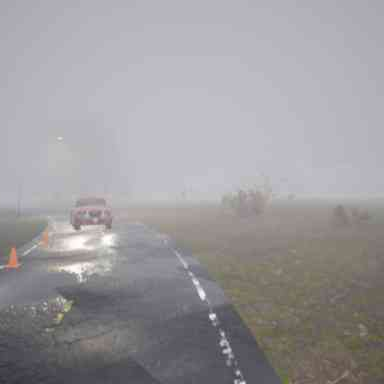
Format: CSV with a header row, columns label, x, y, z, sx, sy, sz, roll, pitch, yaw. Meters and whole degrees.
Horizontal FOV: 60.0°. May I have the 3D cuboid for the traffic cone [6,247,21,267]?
label,x,y,z,sx,sy,sz,roll,pitch,yaw
traffic cone,-5.489,1.980,10.224,0.340,0.580,0.340,0,0,-10

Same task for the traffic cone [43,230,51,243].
label,x,y,z,sx,sy,sz,roll,pitch,yaw
traffic cone,-6.505,1.990,14.935,0.340,0.580,0.340,0,0,-14

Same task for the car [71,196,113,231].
label,x,y,z,sx,sy,sz,roll,pitch,yaw
car,-6.573,1.279,21.548,2.150,2.045,5.566,0,-1,-23
